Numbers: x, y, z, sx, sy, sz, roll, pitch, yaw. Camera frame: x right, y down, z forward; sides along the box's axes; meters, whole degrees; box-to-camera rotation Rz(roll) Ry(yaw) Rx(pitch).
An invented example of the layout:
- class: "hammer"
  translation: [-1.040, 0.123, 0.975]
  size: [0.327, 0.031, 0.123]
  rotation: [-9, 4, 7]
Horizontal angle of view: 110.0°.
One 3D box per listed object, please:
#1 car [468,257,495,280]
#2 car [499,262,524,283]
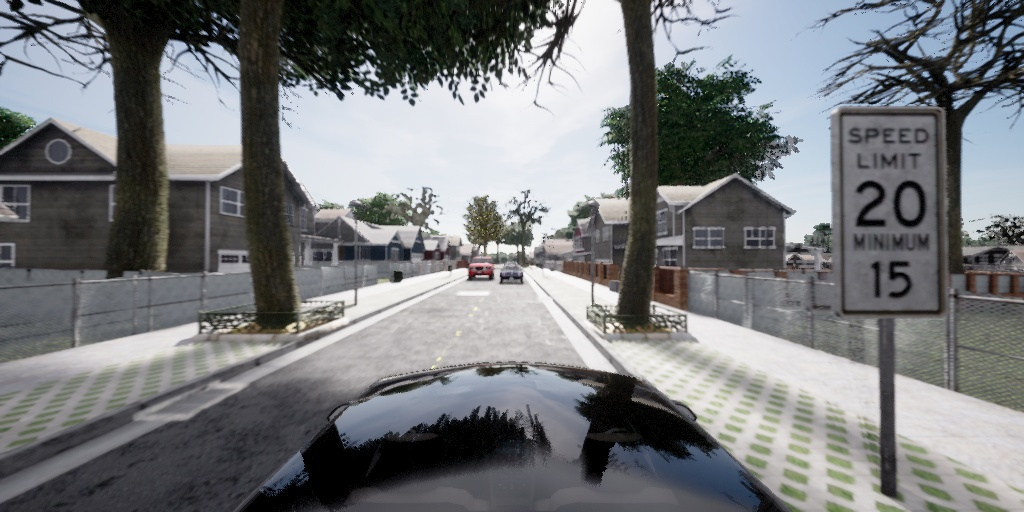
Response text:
- class: "car"
  translation: [-2.790, 1.071, 33.417]
  size: [2.150, 2.045, 5.566]
  rotation: [0, 0, 0]
- class: "car"
  translation: [-0.023, 1.427, 29.179]
  size: [1.895, 1.301, 4.718]
  rotation: [0, 0, 0]
